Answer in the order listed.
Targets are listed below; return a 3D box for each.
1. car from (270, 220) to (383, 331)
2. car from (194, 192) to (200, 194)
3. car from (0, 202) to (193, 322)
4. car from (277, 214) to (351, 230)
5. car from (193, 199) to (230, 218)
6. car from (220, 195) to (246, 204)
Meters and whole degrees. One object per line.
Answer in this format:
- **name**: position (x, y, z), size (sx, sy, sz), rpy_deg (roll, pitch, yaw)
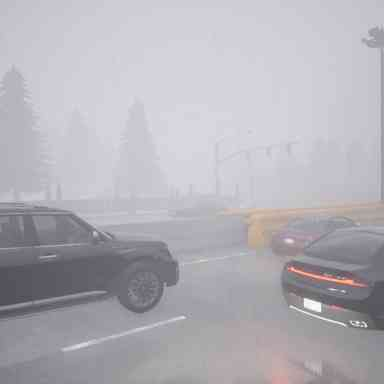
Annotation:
- **car**: position (3.798, 1.435, 6.456), size (4.892, 1.490, 1.837), rpy_deg (-1, 1, -35)
- **car**: position (1.044, 0.836, 76.658), size (2.128, 1.511, 4.902), rpy_deg (-1, 1, 3)
- **car**: position (-2.922, 1.217, 5.961), size (5.566, 2.045, 2.150), rpy_deg (0, 0, -36)
- **car**: position (4.610, 1.441, 11.324), size (4.181, 1.385, 1.994), rpy_deg (-1, 1, -35)
- **car**: position (0.430, 1.403, 25.678), size (4.718, 1.301, 1.895), rpy_deg (-1, 1, -34)
- **car**: position (5.455, 1.082, 49.073), size (2.033, 1.411, 5.357), rpy_deg (-1, 1, -35)
